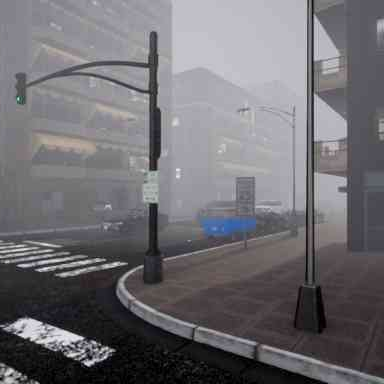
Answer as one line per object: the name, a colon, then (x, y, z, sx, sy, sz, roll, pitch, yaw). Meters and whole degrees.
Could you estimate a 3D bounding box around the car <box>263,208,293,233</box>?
car: (5.304, 2.035, 23.393, 1.947, 1.339, 4.313, -1, -2, 35)

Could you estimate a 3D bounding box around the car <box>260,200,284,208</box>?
car: (8.843, 1.955, 38.253, 2.150, 2.045, 5.566, 0, -1, 36)

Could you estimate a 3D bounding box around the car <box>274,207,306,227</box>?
car: (8.514, 2.158, 27.906, 1.802, 1.307, 4.206, -1, -2, 35)

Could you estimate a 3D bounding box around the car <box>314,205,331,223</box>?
car: (11.725, 2.233, 32.422, 2.008, 1.369, 4.403, -1, -2, 35)

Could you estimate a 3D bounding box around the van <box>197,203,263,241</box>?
van: (2.230, 1.704, 18.786, 1.690, 1.788, 3.998, -1, -2, 35)

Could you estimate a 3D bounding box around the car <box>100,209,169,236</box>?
car: (-3.490, 1.815, 20.939, 2.128, 1.511, 4.902, 0, -1, 35)

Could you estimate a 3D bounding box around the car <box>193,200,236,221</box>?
car: (2.647, 1.749, 29.551, 2.150, 2.045, 5.566, 0, -1, 37)

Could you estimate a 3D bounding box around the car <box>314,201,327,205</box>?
car: (24.155, 2.890, 64.301, 1.802, 1.307, 4.206, -1, -2, 35)

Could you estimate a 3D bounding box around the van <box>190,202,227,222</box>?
van: (1.681, 1.903, 32.708, 1.690, 1.788, 3.998, -1, -2, 35)

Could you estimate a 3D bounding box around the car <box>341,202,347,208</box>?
car: (40.111, 3.376, 86.737, 1.752, 1.417, 4.829, -1, -2, 35)

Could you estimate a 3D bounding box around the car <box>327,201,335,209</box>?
car: (27.364, 2.729, 68.821, 2.192, 1.841, 5.009, -1, -2, 35)
